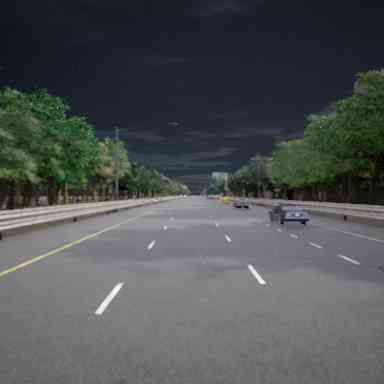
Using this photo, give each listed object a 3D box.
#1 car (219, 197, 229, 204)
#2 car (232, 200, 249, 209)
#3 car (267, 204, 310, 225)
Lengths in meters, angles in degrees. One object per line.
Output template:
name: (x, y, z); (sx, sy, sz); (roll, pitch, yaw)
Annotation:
car: (7.322, 1.959, 76.042); (1.882, 1.535, 5.008); (0, 0, 0)
car: (7.137, 1.864, 49.476); (1.895, 1.301, 4.718); (0, 0, 0)
car: (7.034, 1.626, 24.703); (2.033, 1.411, 5.357); (0, 0, 0)
